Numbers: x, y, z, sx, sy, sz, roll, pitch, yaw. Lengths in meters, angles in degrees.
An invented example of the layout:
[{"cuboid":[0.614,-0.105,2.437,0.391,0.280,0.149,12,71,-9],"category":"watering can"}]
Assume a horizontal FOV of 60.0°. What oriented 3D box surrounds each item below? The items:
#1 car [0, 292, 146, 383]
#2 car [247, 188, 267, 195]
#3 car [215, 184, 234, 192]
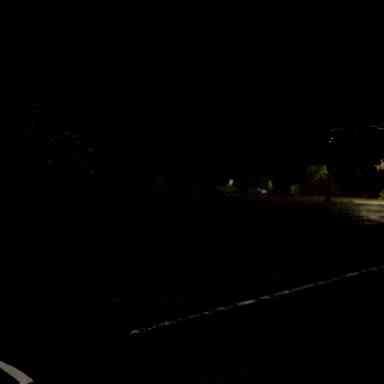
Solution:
[{"cuboid":[-2.613,1.499,1.752,4.892,1.490,1.837,0,0,-38],"category":"car"},{"cuboid":[13.528,-0.164,69.720,1.812,1.442,4.674,0,2,-36],"category":"car"},{"cuboid":[7.696,-0.877,77.869,2.150,2.045,5.566,0,2,-36],"category":"car"}]
